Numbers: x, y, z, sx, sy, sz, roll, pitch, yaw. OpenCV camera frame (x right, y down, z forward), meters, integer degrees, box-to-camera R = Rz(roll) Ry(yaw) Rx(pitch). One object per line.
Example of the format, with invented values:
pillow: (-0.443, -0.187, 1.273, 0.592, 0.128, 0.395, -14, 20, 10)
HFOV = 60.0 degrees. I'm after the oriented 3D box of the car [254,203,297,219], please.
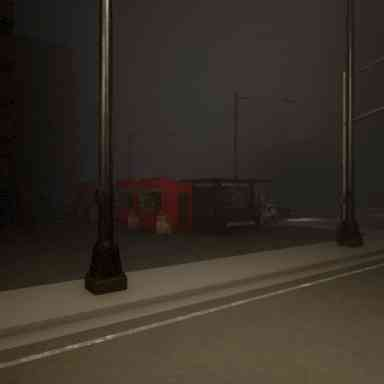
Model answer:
car: (7.623, 1.686, 31.420, 1.812, 1.442, 4.674, 0, -1, -36)
